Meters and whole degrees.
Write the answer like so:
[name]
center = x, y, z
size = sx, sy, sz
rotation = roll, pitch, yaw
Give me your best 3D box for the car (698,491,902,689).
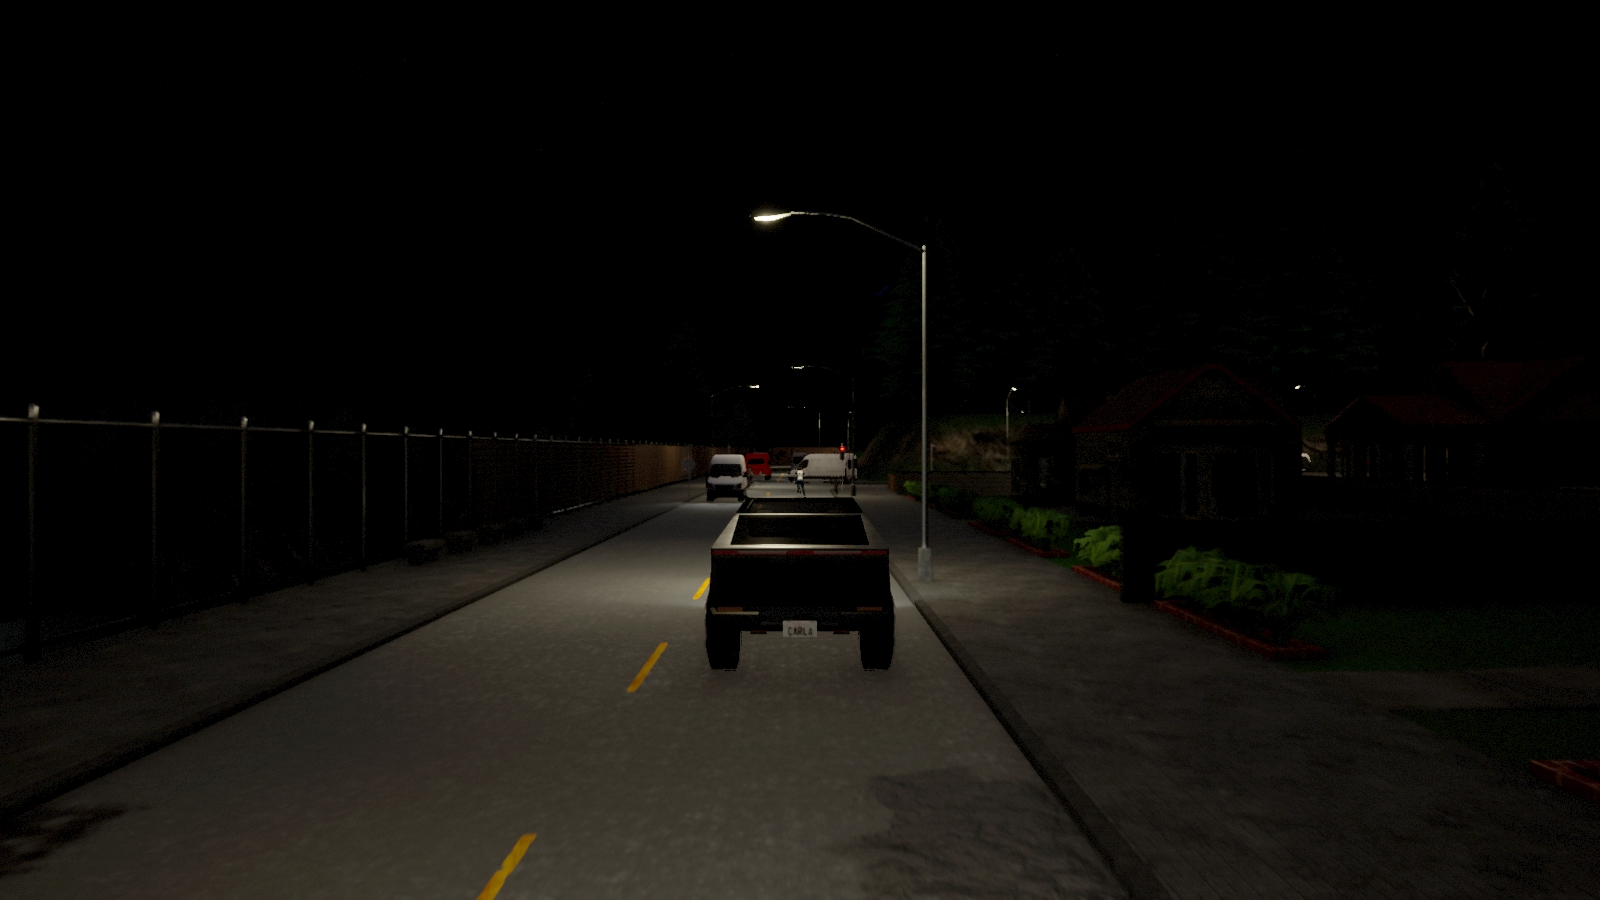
[car]
center = -0.001, 1.753, 16.537
size = 2.390, 2.098, 6.274
rotation = 0, 0, 0
